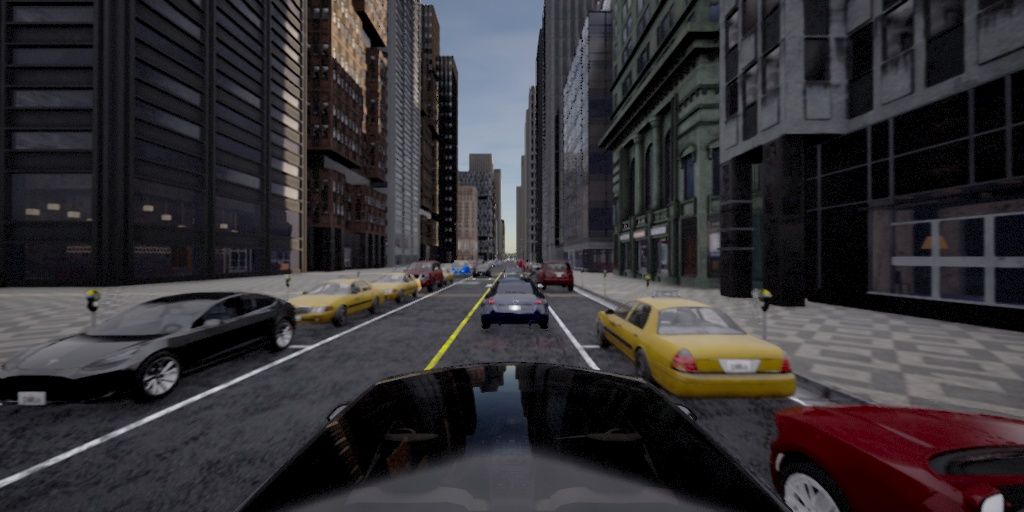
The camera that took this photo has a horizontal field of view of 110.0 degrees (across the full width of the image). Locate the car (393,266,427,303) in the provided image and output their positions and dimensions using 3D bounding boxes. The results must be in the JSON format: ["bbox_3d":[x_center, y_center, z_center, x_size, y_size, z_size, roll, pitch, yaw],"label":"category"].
[{"bbox_3d":[-5.759,1.407,17.592,1.751,1.417,4.829,0,0,0],"label":"car"}]

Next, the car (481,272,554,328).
[{"bbox_3d":[0.085,1.397,11.790,1.994,1.385,4.181,0,0,0],"label":"car"}]

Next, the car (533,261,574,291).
[{"bbox_3d":[2.768,1.244,23.407,2.192,1.841,5.009,0,0,0],"label":"car"}]

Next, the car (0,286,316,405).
[{"bbox_3d":[-5.762,1.355,6.481,1.948,1.339,4.313,0,0,0],"label":"car"}]

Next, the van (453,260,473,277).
[{"bbox_3d":[-5.753,1.416,40.323,1.690,1.789,3.998,0,0,0],"label":"van"}]

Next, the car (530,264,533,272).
[{"bbox_3d":[2.769,1.527,29.047,2.007,1.370,4.403,0,0,0],"label":"car"}]

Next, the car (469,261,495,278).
[{"bbox_3d":[-3.086,1.561,38.152,1.837,1.490,4.892,0,-1,0],"label":"car"}]

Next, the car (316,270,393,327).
[{"bbox_3d":[-5.760,1.361,11.951,1.751,1.417,4.829,0,0,0],"label":"car"}]

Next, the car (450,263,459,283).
[{"bbox_3d":[-5.756,1.502,28.873,1.751,1.417,4.829,0,0,0],"label":"car"}]

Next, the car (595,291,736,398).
[{"bbox_3d":[2.763,1.314,6.657,1.751,1.417,4.829,0,0,0],"label":"car"}]

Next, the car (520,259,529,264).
[{"bbox_3d":[2.777,1.666,57.247,1.967,1.591,4.097,0,0,0],"label":"car"}]

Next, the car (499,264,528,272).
[{"bbox_3d":[0.100,1.585,29.862,1.895,1.301,4.718,0,0,0],"label":"car"}]

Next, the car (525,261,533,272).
[{"bbox_3d":[2.772,1.625,40.327,2.007,1.370,4.403,0,0,0],"label":"car"}]

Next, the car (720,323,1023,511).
[{"bbox_3d":[2.762,1.288,0.846,1.888,1.381,4.507,0,0,0],"label":"car"}]

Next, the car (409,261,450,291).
[{"bbox_3d":[-5.757,1.244,23.402,2.192,1.841,5.009,0,0,0],"label":"car"}]
